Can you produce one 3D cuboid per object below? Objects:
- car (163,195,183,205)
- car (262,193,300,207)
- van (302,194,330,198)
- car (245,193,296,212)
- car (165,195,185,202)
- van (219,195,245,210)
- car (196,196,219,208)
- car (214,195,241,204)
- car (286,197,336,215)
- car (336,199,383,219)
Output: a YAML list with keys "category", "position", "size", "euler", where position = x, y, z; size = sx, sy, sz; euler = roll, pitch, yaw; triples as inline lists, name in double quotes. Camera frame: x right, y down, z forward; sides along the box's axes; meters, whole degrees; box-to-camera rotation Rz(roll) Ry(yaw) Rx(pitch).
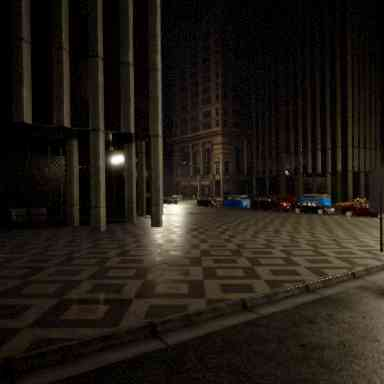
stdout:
- category: "car"
  position: [-4.036, 1.437, 55.792]
  size: [2.008, 1.369, 4.403]
  euler: [-1, 1, -36]
- category: "car"
  position: [12.582, 1.128, 47.316]
  size: [2.192, 1.841, 5.009]
  euler: [-1, 1, -36]
- category: "van"
  position: [15.811, 1.177, 42.832]
  size: [1.690, 1.788, 3.998]
  euler: [-1, 1, -36]
- category: "car"
  position: [8.882, 1.289, 37.858]
  size: [2.192, 1.841, 5.009]
  euler: [-1, 1, -36]
- category: "car"
  position: [-3.556, 1.256, 69.737]
  size: [2.008, 1.369, 4.403]
  euler: [-1, 1, -36]
- category: "van"
  position: [5.652, 1.293, 42.342]
  size: [1.690, 1.788, 3.998]
  euler: [-1, 1, -36]
- category: "car"
  position: [2.423, 1.370, 46.825]
  size: [1.967, 1.590, 4.097]
  euler: [-1, 1, -36]
- category: "car"
  position: [6.029, 1.295, 56.423]
  size: [1.752, 1.417, 4.829]
  euler: [-1, 1, -36]
- category: "car"
  position: [12.114, 1.548, 33.378]
  size: [2.008, 1.369, 4.403]
  euler: [-1, 1, -36]
- category: "car"
  position: [15.344, 1.565, 28.895]
  size: [1.887, 1.381, 4.507]
  euler: [-1, 1, -36]
